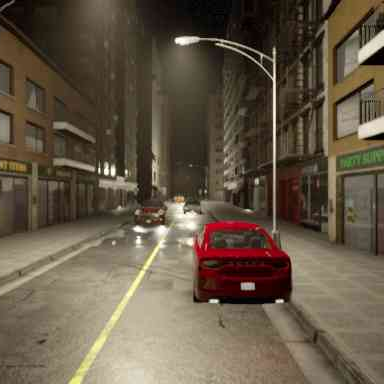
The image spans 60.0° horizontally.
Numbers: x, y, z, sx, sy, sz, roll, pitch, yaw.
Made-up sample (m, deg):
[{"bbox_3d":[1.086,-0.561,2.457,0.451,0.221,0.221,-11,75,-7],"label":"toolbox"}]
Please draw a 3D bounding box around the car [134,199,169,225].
[{"bbox_3d":[-2.848,1.338,24.121,2.097,1.767,4.553,0,0,0],"label":"car"}]

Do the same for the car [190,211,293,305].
[{"bbox_3d":[0.963,1.472,8.201,1.882,1.535,5.008,0,0,0],"label":"car"}]

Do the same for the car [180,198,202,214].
[{"bbox_3d":[0.074,1.586,34.739,1.895,1.301,4.718,0,0,0],"label":"car"}]

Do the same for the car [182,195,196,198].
[{"bbox_3d":[0.030,1.478,46.711,2.128,1.511,4.902,0,0,0],"label":"car"}]

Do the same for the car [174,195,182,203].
[{"bbox_3d":[-2.745,1.357,71.447,2.097,1.767,4.553,0,0,0],"label":"car"}]
